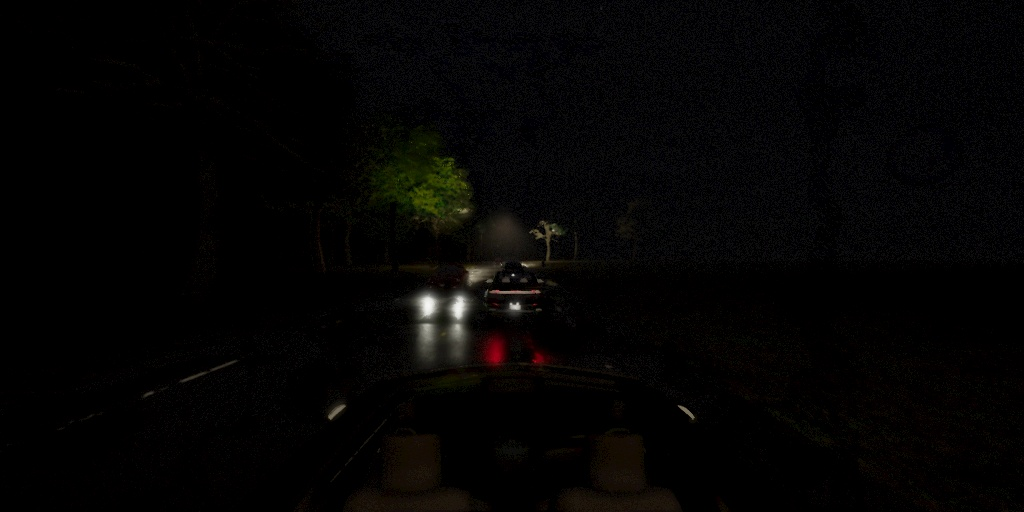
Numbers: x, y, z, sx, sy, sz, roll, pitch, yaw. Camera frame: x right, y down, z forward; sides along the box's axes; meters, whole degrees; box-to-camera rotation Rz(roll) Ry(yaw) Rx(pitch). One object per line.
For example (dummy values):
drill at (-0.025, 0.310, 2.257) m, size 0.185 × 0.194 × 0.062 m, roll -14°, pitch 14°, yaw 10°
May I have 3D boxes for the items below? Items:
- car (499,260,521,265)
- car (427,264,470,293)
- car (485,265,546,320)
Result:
car at (0.105, 1.259, 30.900) m, size 1.837 × 1.490 × 4.892 m, roll 0°, pitch 0°, yaw 0°
car at (-3.594, 1.230, 20.916) m, size 1.882 × 1.535 × 5.008 m, roll 0°, pitch 0°, yaw 0°
car at (0.103, 1.243, 12.579) m, size 2.128 × 1.511 × 4.902 m, roll 0°, pitch 0°, yaw 0°
